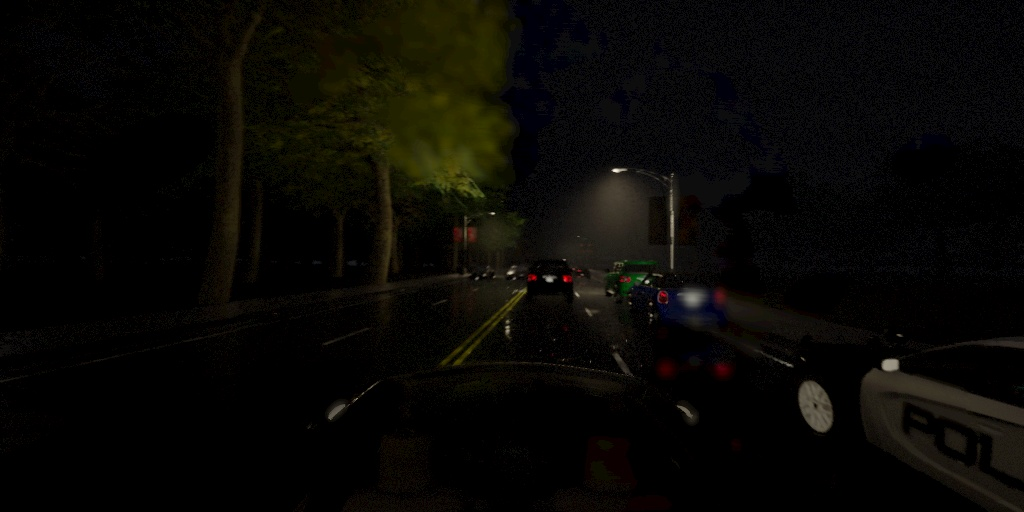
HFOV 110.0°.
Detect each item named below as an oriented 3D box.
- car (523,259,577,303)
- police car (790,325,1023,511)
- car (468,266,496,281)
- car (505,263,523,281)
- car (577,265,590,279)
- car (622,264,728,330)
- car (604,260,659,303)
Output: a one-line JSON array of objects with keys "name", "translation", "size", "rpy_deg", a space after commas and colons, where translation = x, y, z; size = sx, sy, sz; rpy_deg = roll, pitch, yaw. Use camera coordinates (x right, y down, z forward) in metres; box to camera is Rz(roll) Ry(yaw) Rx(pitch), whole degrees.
[{"name": "car", "translation": [1.989, 1.192, 18.567], "size": [2.150, 2.045, 5.566], "rpy_deg": [1, -1, 7]}, {"name": "police car", "translation": [4.210, 1.240, 2.526], "size": [1.930, 1.638, 5.238], "rpy_deg": [1, -1, 7]}, {"name": "car", "translation": [-2.816, 1.657, 34.750], "size": [2.033, 1.411, 5.357], "rpy_deg": [1, -1, 7]}, {"name": "car", "translation": [0.541, 1.710, 35.447], "size": [2.033, 1.411, 5.357], "rpy_deg": [1, -1, 7]}, {"name": "car", "translation": [7.974, 1.852, 41.613], "size": [1.837, 1.490, 4.892], "rpy_deg": [1, -1, 7]}, {"name": "car", "translation": [5.389, 1.292, 12.316], "size": [2.097, 1.767, 4.553], "rpy_deg": [1, -1, 7]}, {"name": "car", "translation": [6.116, 1.246, 18.334], "size": [2.150, 2.045, 5.566], "rpy_deg": [1, -1, 7]}]
